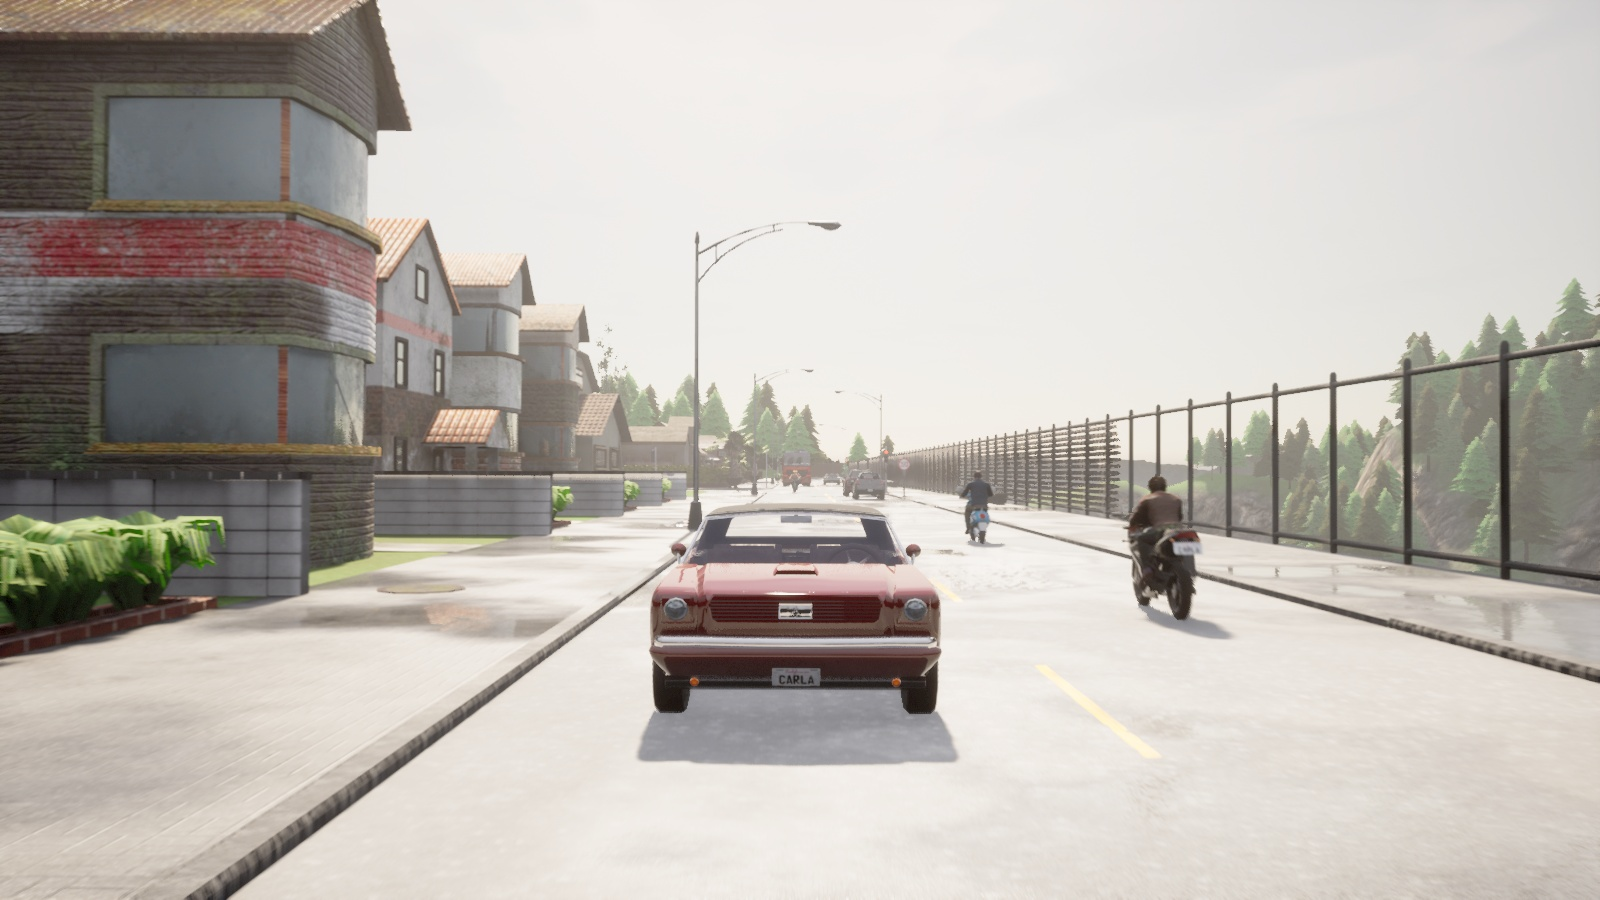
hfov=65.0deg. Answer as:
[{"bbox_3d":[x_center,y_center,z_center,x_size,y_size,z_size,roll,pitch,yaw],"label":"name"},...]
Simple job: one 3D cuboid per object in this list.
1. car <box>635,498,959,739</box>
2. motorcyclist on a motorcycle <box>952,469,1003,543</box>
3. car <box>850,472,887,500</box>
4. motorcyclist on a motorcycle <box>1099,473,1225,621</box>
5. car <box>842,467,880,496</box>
[{"bbox_3d":[-0.023,1.078,9.724,1.895,1.301,4.718,0,-1,0],"label":"car"},{"bbox_3d":[3.932,1.219,27.894,0.866,1.590,1.817,0,-1,0],"label":"motorcyclist on a motorcycle"},{"bbox_3d":[3.829,1.991,70.384,1.845,1.501,3.633,0,-1,0],"label":"car"},{"bbox_3d":[3.966,1.014,13.935,0.797,1.523,2.044,0,-1,0],"label":"motorcyclist on a motorcycle"},{"bbox_3d":[3.808,1.980,78.961,2.097,1.767,4.553,0,-1,0],"label":"car"}]
